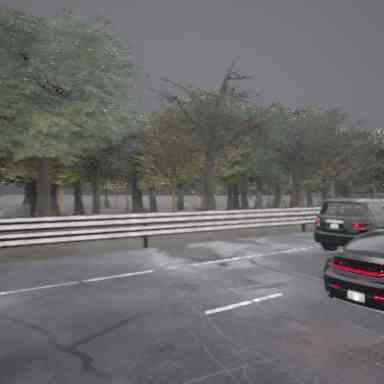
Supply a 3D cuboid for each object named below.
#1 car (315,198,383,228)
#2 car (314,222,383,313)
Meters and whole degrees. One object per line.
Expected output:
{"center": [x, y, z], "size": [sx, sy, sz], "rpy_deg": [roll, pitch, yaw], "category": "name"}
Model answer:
{"center": [7.071, 1.264, 12.817], "size": [5.566, 2.045, 2.150], "rpy_deg": [0, 0, -34], "category": "car"}
{"center": [4.782, 1.531, 7.023], "size": [4.892, 1.490, 1.837], "rpy_deg": [0, 0, -35], "category": "car"}
